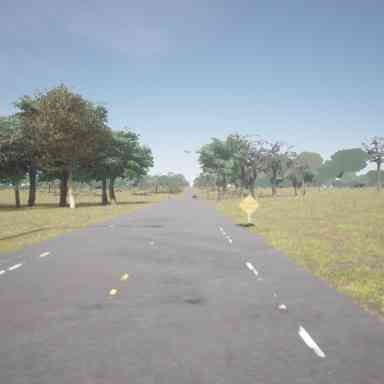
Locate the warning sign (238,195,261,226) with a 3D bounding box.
[{"bbox_3d":[3.549,1.100,20.644,1.300,1.860,1.060,0,0,0],"label":"warning sign"}]
